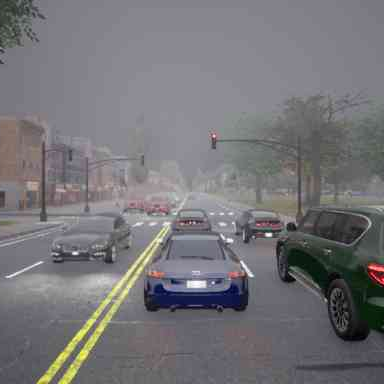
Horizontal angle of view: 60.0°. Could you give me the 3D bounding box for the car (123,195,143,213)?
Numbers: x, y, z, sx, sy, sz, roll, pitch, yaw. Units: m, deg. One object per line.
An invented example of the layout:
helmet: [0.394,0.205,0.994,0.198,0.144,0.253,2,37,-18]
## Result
car: [-6.678,1.349,39.847,2.150,2.045,5.566,0,0,0]

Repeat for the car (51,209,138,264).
car: [-3.371,1.551,12.009,1.837,1.490,4.892,0,-1,0]

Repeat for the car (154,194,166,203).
car: [-6.637,1.264,69.095,2.097,1.767,4.553,0,1,0]

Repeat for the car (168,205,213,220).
car: [0.008,1.582,16.675,1.837,1.490,4.892,0,0,1]

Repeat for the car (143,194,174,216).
car: [-3.419,1.360,35.044,2.150,2.045,5.566,0,0,0]

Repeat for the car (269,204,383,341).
car: [3.314,1.235,6.641,2.150,2.045,5.566,0,0,0]

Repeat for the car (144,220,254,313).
car: [0.065,1.583,7.787,1.994,1.385,4.181,0,0,0]

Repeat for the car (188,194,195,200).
car: [-0.167,1.304,84.399,2.128,1.511,4.902,0,0,0]

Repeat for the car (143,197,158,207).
car: [-6.696,1.569,54.202,1.812,1.442,4.674,0,1,0]

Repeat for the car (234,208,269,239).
car: [3.262,1.581,16.503,1.837,1.490,4.892,0,0,0]

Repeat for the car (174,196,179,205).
car: [-3.441,1.437,48.693,2.097,1.767,4.553,0,0,0]
